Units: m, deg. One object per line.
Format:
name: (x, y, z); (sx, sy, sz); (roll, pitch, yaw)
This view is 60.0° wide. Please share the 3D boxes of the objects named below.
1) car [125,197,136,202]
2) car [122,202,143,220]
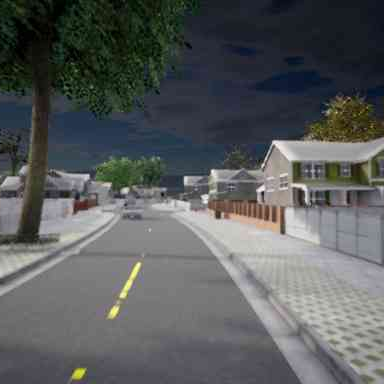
car: (-13.768, 2.150, 74.557); (2.150, 2.045, 5.566); (0, -1, -6)
car: (-5.754, 1.978, 32.370); (1.895, 1.301, 4.718); (0, -1, -9)
